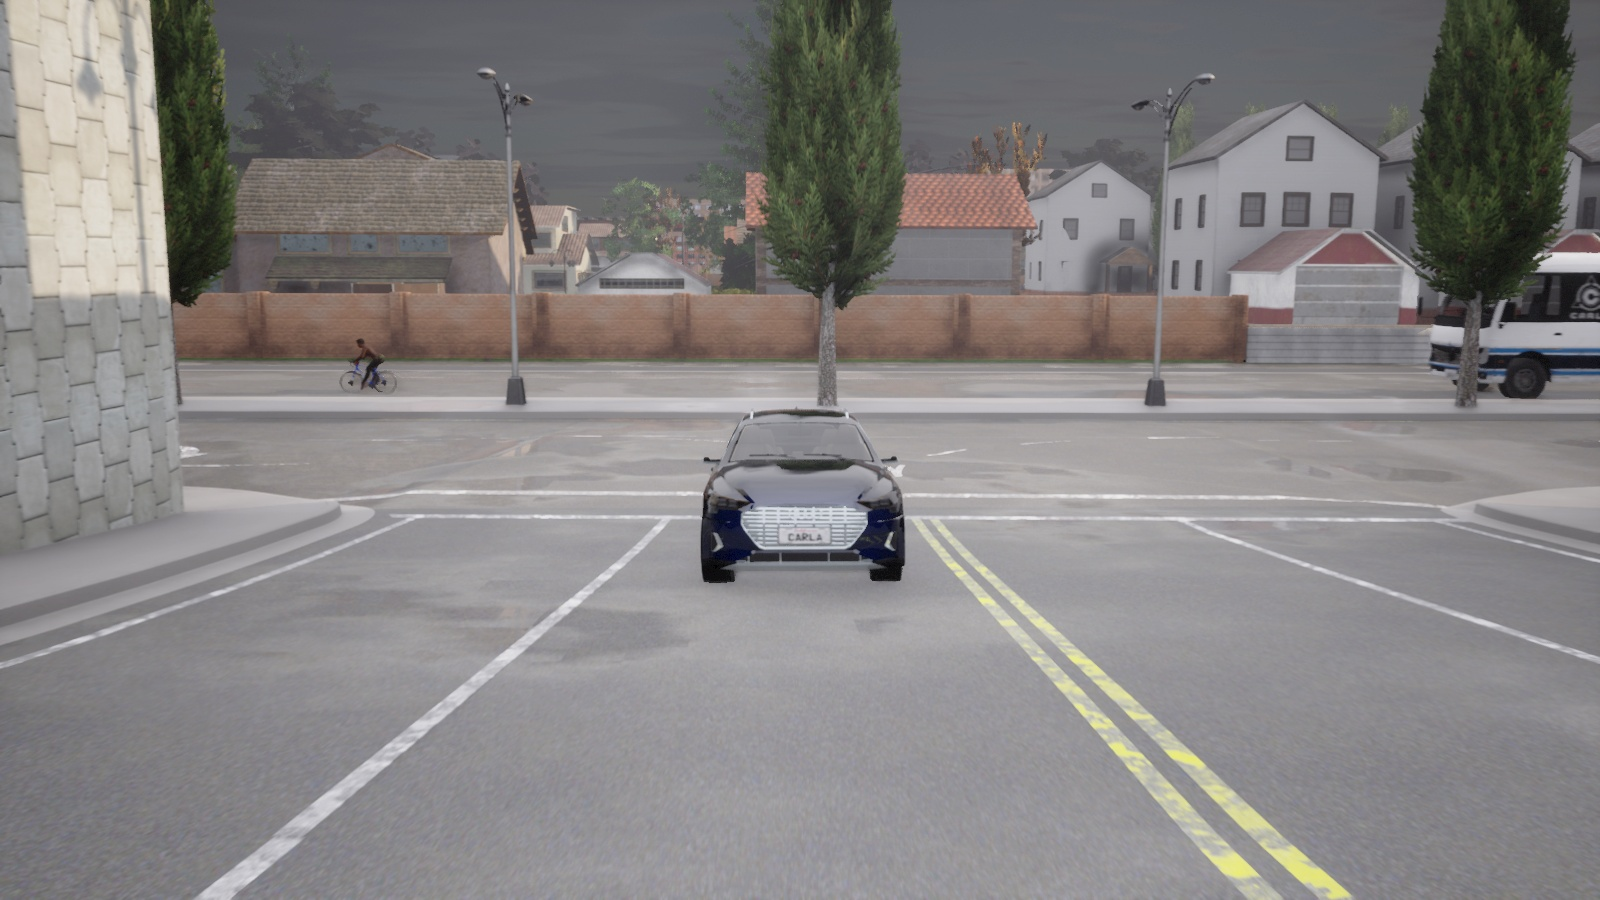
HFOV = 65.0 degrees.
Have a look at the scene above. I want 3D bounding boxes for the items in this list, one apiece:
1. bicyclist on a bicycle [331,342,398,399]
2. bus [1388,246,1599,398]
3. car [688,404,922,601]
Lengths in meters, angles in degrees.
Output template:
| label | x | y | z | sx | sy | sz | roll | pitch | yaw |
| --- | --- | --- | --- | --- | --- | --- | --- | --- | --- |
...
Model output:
| label | x | y | z | sx | sy | sz | roll | pitch | yaw |
| --- | --- | --- | --- | --- | --- | --- | --- | --- | --- |
| bicyclist on a bicycle | -12.757 | -2.340 | 36.836 | 1.656 | 1.620 | 0.582 | -1 | 8 | -1 |
| bus | 23.728 | -3.910 | 37.461 | 10.273 | 4.253 | 3.944 | 0 | 8 | -1 |
| car | 0.002 | 0.374 | 13.419 | 2.033 | 1.649 | 4.856 | -1 | 3 | -1 |
